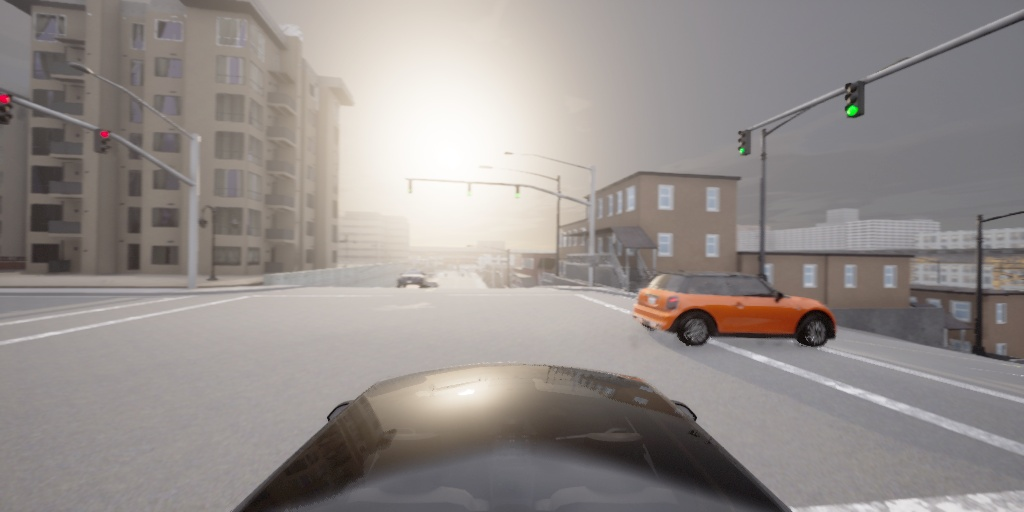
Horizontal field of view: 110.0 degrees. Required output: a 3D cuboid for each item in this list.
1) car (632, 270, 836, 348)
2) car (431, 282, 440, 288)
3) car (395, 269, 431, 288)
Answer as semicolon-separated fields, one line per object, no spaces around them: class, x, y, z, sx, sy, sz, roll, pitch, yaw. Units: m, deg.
car;5.570;1.201;9.180;4.553;1.767;2.097;2;0;-7
car;-9.699;4.039;42.484;2.150;2.045;5.566;1;-13;-8
car;-7.600;1.752;27.719;1.812;1.442;4.674;1;-5;-8
